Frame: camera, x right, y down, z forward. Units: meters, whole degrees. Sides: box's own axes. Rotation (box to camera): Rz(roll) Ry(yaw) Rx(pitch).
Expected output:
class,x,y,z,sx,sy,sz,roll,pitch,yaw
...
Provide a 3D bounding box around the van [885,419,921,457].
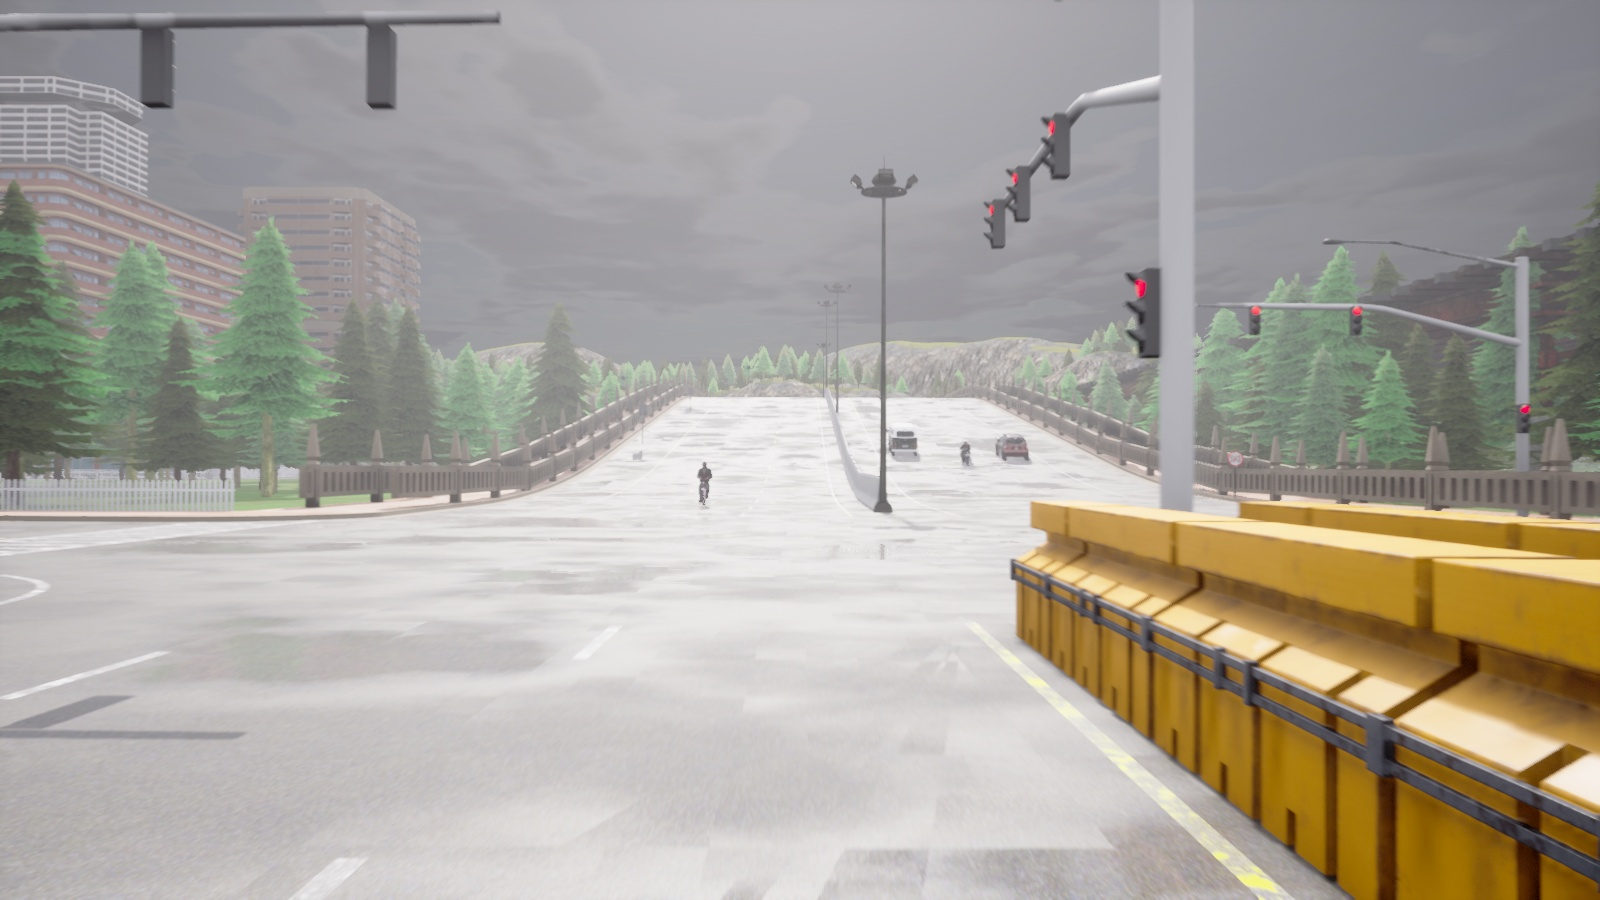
class,x,y,z,sx,sy,sz,roll,pitch,yaw
van,6.921,-0.848,85.070,2.069,2.038,4.480,0,7,0

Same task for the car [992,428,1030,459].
class,x,y,z,sx,sy,sz,roll,pitch,yaw
car,13.915,-0.460,82.893,1.851,1.617,3.988,0,6,0
